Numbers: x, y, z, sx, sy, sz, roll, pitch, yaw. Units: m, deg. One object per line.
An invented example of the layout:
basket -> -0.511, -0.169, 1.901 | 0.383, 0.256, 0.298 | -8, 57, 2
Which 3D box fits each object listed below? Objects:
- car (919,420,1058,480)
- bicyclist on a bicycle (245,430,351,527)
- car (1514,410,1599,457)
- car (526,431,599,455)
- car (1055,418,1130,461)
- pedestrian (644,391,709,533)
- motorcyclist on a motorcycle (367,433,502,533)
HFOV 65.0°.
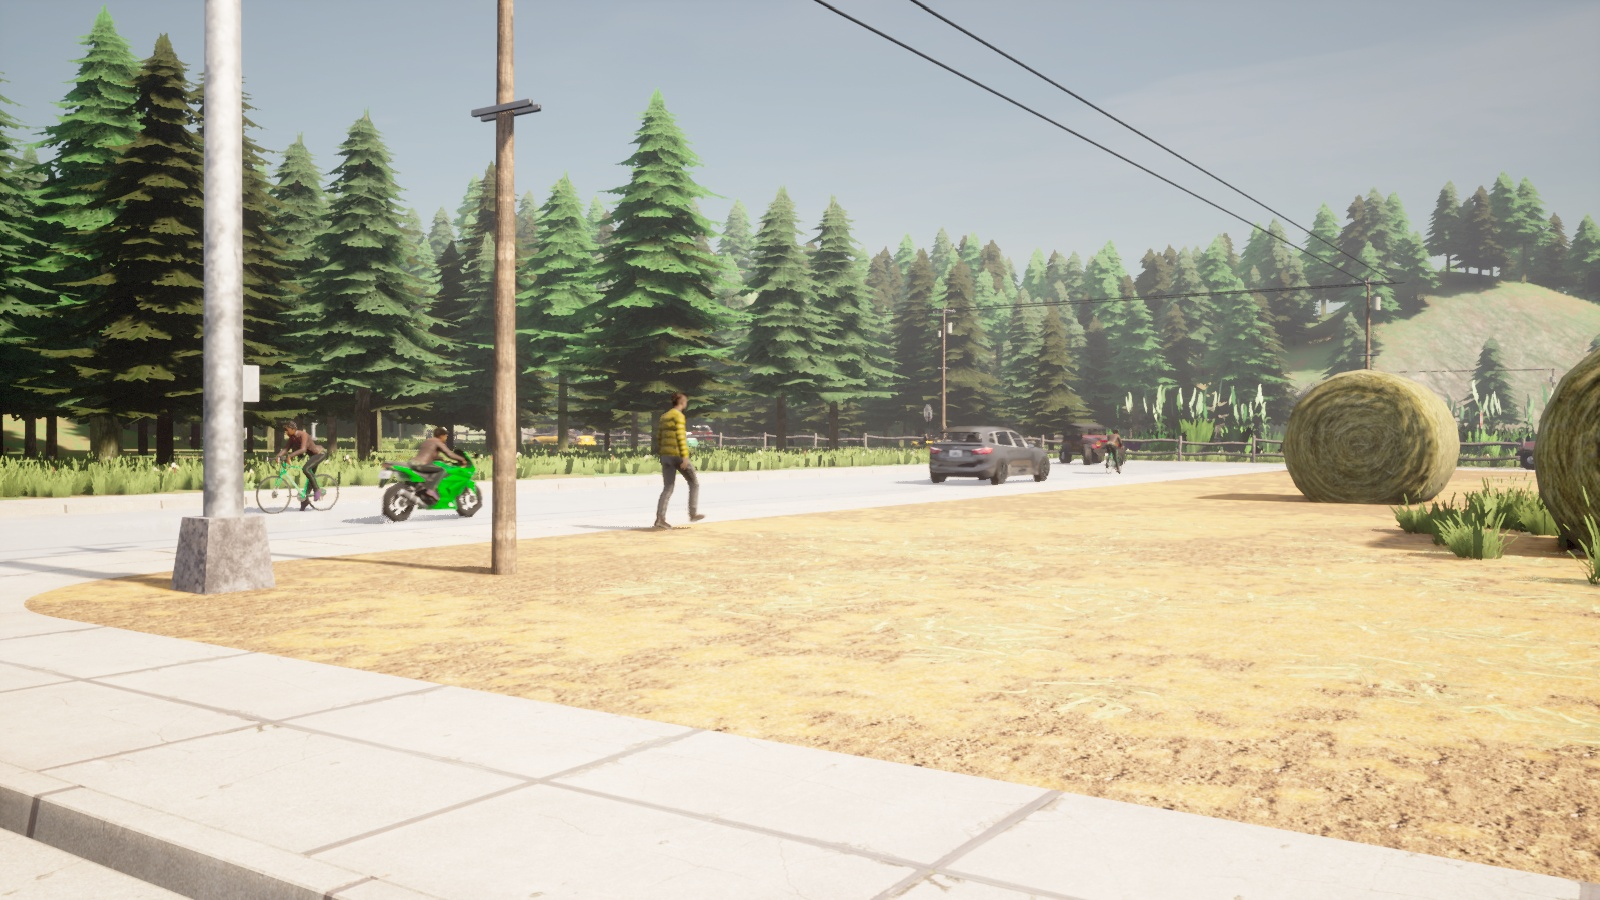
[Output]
car -> 5.655, -0.041, 37.160 | 2.242, 1.667, 4.611 | 0, 1, 35
bicyclist on a bicycle -> -8.882, 0.477, 22.268 | 0.582, 1.620, 1.656 | 0, 1, 35
car -> 31.567, -0.664, 51.411 | 3.866, 1.878, 1.905 | 0, 1, 37
car -> -16.552, -0.481, 87.365 | 5.366, 1.575, 1.801 | 0, 1, 36
car -> 13.363, -0.517, 57.600 | 1.905, 1.878, 3.866 | -1, 1, -12
pedestrian -> -1.638, 0.150, 16.683 | 0.709, 1.840, 0.431 | -2, 1, -44
motorcyclist on a motorcycle -> -5.911, 0.498, 20.434 | 0.797, 1.523, 2.044 | 0, 1, 35
